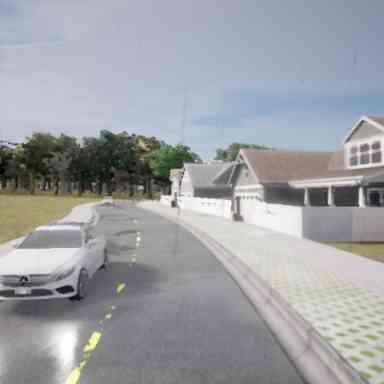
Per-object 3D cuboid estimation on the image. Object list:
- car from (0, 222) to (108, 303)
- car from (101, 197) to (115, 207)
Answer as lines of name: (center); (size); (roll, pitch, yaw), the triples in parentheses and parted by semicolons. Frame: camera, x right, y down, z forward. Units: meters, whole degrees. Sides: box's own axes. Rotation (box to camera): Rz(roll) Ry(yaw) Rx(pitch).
car: (-3.322, 1.548, 8.449); (1.812, 1.442, 4.674); (0, 0, -5)
car: (-12.642, 1.442, 50.067); (1.812, 1.442, 4.674); (0, 0, -12)
